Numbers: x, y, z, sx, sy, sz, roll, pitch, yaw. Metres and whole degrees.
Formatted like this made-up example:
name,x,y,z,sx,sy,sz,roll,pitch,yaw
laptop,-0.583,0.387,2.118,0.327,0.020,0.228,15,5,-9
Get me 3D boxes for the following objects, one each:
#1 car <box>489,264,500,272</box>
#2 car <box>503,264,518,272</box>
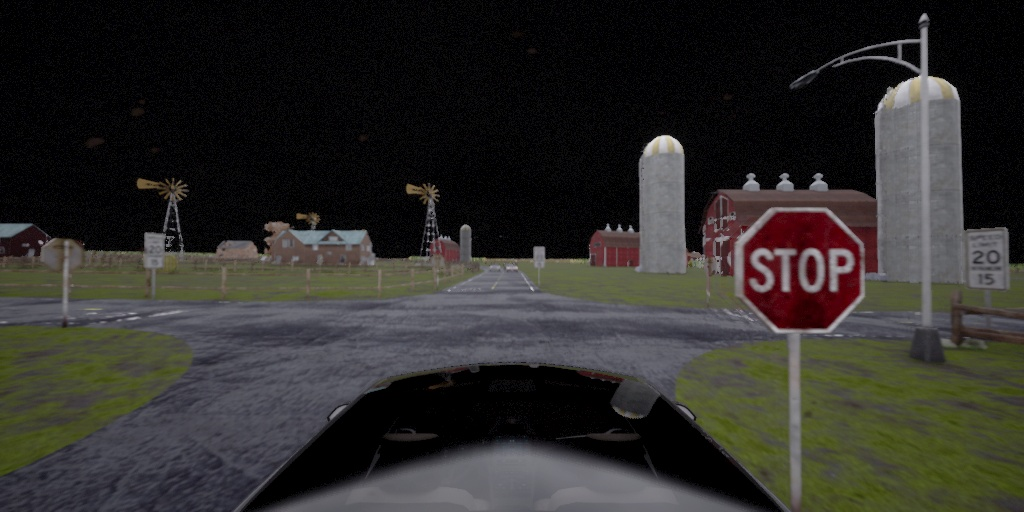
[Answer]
name,x,y,z,sx,sy,sz,roll,pitch,yaw
car,-2.995,2.049,63.201,1.895,1.301,4.718,0,-1,-2
car,-0.051,2.004,58.737,1.895,1.301,4.718,0,-1,-2
